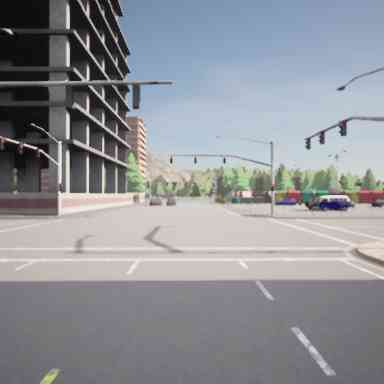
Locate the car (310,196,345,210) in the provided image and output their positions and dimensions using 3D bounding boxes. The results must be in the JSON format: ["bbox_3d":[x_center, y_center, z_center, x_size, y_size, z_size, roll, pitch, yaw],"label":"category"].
[{"bbox_3d":[24.570,1.774,60.334,4.605,1.855,1.932,0,-1,0],"label":"car"}]

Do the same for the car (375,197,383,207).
[{"bbox_3d":[39.634,1.823,65.879,4.605,1.855,1.932,0,-1,0],"label":"car"}]

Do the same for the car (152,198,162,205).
[{"bbox_3d":[-7.807,2.207,74.683,1.837,1.490,4.892,0,-1,0],"label":"car"}]

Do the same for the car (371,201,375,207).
[{"bbox_3d":[39.699,2.060,68.773,3.905,1.438,1.784,0,-1,0],"label":"car"}]

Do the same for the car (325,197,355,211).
[{"bbox_3d":[24.618,1.963,54.754,3.806,1.475,1.970,0,-1,0],"label":"car"}]

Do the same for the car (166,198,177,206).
[{"bbox_3d":[-4.271,2.009,69.189,2.097,1.767,4.553,0,-1,0],"label":"car"}]

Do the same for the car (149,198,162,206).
[{"bbox_3d":[-7.771,2.132,69.134,1.882,1.535,5.008,0,-1,0],"label":"car"}]

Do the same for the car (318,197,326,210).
[{"bbox_3d":[24.620,1.959,57.649,3.905,1.438,1.784,0,-1,0],"label":"car"}]
